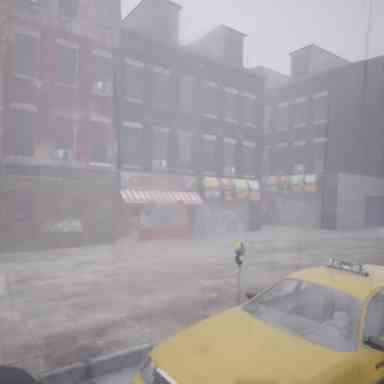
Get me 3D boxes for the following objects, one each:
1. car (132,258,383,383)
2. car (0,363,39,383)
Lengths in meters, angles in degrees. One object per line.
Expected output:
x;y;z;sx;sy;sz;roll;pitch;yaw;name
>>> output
1.706;1.554;4.003;4.829;1.417;1.752;1;1;-35;car
-2.663;1.552;0.887;4.313;1.339;1.947;1;1;-35;car
